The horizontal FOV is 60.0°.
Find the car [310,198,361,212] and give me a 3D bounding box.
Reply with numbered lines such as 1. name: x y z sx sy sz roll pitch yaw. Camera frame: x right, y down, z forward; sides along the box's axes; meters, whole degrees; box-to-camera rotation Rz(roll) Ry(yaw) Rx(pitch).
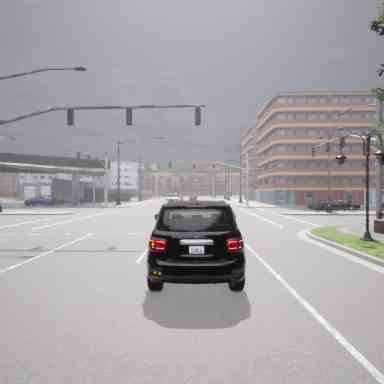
1. car: 16.337 1.601 37.672 4.718 1.301 1.895 0 0 -3

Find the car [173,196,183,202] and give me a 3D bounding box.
1. car: -3.168 1.540 75.151 2.033 1.411 5.357 0 0 0

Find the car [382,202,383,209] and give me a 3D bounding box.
1. car: 25.895 1.352 41.061 4.553 1.767 2.097 0 0 0

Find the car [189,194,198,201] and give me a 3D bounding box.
1. car: 0.287 1.372 81.202 2.128 1.511 4.902 0 0 0

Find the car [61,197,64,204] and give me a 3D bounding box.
1. car: -23.974 1.456 56.867 3.806 1.475 1.970 0 0 1

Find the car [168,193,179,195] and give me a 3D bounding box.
1. car: -3.066 1.221 54.541 2.150 2.045 5.566 0 0 2

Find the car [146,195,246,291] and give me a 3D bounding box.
1. car: 0.095 1.221 9.164 2.150 2.045 5.566 0 0 0

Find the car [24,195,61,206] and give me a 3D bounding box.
1. car: -23.263 1.295 51.115 4.611 1.667 2.242 0 0 1

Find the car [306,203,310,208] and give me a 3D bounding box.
1. car: 16.723 1.505 41.148 4.892 1.490 1.837 0 0 1

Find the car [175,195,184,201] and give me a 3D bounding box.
1. car: -3.244 1.514 85.480 2.128 1.511 4.902 0 0 0
